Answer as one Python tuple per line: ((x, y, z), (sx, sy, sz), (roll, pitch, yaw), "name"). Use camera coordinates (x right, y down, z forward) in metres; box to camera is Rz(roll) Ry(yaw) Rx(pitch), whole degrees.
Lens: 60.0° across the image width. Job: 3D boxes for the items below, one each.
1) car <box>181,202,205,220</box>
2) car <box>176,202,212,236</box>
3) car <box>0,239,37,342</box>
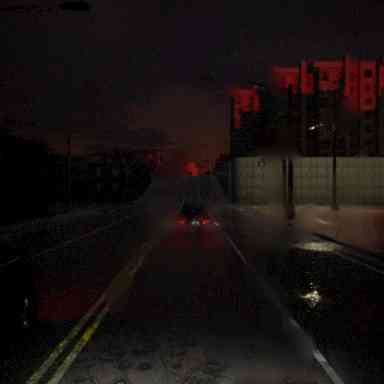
((0.099, 1.543, 28.495), (1.895, 1.301, 4.718), (0, 0, 0), "car")
((0.100, 1.511, 18.142), (2.033, 1.411, 5.357), (0, 0, 0), "car")
((-3.594, 1.345, 3.555), (2.097, 1.767, 4.553), (0, 0, 0), "car")
